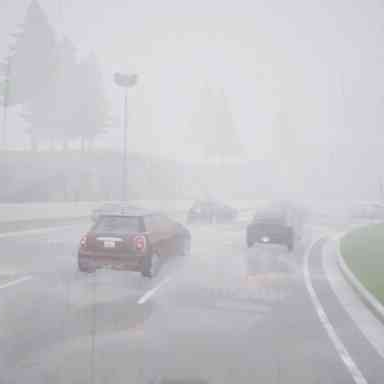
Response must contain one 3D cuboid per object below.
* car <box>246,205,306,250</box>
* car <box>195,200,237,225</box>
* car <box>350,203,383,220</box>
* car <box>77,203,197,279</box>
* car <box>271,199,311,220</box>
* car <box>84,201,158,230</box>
[{"bbox_3d":[3.738,1.546,14.763,1.837,1.490,4.892,0,0,23],"label":"car"},{"bbox_3d":[1.611,1.375,24.797,2.097,1.767,4.553,1,0,34],"label":"car"},{"bbox_3d":[15.904,1.689,29.822,4.674,1.442,1.812,1,0,-38],"label":"car"},{"bbox_3d":[-1.531,1.340,10.410,2.097,1.767,4.553,1,0,15],"label":"car"},{"bbox_3d":[7.940,1.437,27.141,2.097,1.767,4.553,1,0,41],"label":"car"},{"bbox_3d":[-4.526,1.454,22.035,2.128,1.511,4.902,0,0,28],"label":"car"}]
